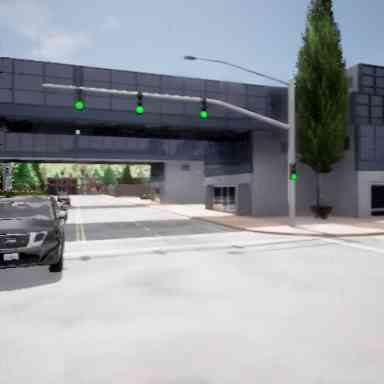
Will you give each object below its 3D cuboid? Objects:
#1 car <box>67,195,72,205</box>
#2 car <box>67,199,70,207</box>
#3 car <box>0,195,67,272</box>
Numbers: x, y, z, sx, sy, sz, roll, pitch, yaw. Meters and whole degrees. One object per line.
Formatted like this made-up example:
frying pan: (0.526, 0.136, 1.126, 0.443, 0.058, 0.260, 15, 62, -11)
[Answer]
car: (-17.367, 1.175, 44.888, 2.128, 1.511, 4.902, -1, 0, -19)
car: (-9.867, 1.439, 23.495, 1.895, 1.301, 4.718, -1, 1, -19)
car: (-5.210, 1.155, 10.428, 2.150, 2.045, 5.566, -1, 1, -20)
